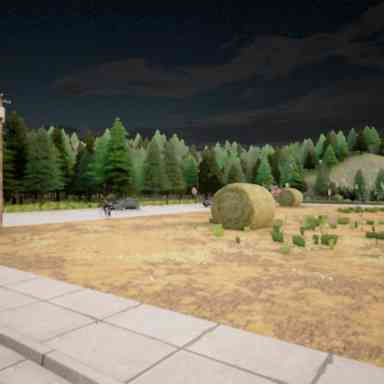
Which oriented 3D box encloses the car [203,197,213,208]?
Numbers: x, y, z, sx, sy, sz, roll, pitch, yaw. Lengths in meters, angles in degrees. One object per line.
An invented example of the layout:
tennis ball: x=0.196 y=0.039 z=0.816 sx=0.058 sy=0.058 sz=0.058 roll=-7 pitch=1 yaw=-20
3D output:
car: x=3.469 y=1.479 z=47.862 sx=2.128 sy=1.511 sz=4.902 roll=0 pitch=0 yaw=37

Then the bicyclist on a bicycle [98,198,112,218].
bicyclist on a bicycle: x=-7.104 y=1.293 z=27.127 sx=1.656 sy=1.620 sz=0.582 roll=0 pitch=0 yaw=37

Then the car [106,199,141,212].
car: x=-7.926 y=1.545 z=38.583 sx=1.994 sy=1.385 sz=4.181 roll=0 pitch=0 yaw=37
